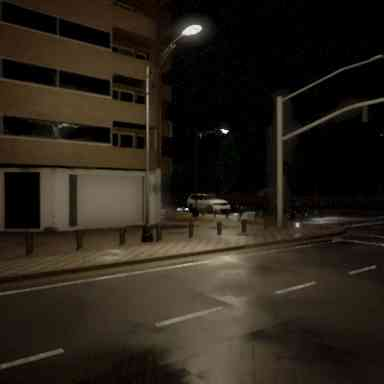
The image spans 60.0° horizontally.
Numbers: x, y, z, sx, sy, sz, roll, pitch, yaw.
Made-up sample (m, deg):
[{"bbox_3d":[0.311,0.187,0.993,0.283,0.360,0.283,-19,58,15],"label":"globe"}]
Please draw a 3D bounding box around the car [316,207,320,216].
[{"bbox_3d":[9.480,1.512,30.885,1.812,1.442,4.674,0,0,-36],"label":"car"}]

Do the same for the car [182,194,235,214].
[{"bbox_3d":[1.650,1.218,35.724,2.150,2.045,5.566,0,0,-36],"label":"car"}]

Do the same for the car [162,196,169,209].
[{"bbox_3d":[-5.524,1.523,45.697,1.812,1.442,4.674,0,0,-36],"label":"car"}]

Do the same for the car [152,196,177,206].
[{"bbox_3d":[-4.732,1.456,56.866,1.882,1.535,5.008,0,0,-36],"label":"car"}]

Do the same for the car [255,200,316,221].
[{"bbox_3d":[7.417,1.501,27.729,1.837,1.490,4.892,0,0,-36],"label":"car"}]

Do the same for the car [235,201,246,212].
[{"bbox_3d":[4.072,1.492,38.351,1.837,1.490,4.892,0,0,-36],"label":"car"}]

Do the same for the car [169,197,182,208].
[{"bbox_3d":[-2.279,1.552,47.174,1.994,1.385,4.181,0,0,-36],"label":"car"}]
